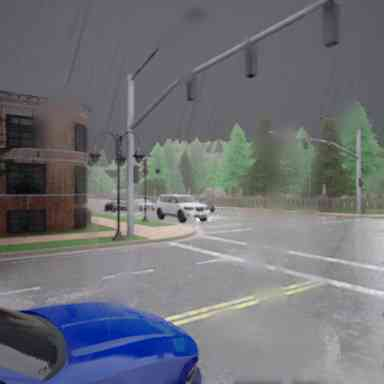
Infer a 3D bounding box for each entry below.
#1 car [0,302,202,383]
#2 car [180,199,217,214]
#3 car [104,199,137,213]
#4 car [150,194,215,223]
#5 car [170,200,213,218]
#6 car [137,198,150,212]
[{"bbox_3d":[-2.186,1.479,2.184,5.008,1.535,1.882,0,0,-35],"label":"car"},{"bbox_3d":[0.607,1.532,36.404,1.994,1.385,4.181,0,0,-35],"label":"car"},{"bbox_3d":[-8.114,1.541,36.381,1.994,1.385,4.181,0,0,-34],"label":"car"},{"bbox_3d":[-0.887,1.201,26.016,2.150,2.045,5.566,0,0,-33],"label":"car"},{"bbox_3d":[-0.123,1.538,30.999,1.994,1.385,4.181,0,0,-35],"label":"car"},{"bbox_3d":[-5.978,1.500,39.453,1.812,1.442,4.674,0,0,-35],"label":"car"}]
